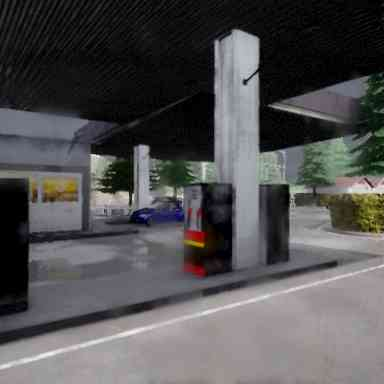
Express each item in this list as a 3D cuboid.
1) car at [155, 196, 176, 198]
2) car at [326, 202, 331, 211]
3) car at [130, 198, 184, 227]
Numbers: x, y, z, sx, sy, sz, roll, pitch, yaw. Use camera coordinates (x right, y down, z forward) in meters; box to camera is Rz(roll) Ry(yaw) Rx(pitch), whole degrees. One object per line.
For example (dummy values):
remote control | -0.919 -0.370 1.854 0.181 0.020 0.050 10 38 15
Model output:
car | -1.865 1.336 30.685 3.866 1.878 1.905 0 0 -36
car | 16.724 1.362 35.393 2.128 1.511 4.902 0 1 -36
car | -2.066 1.497 23.555 4.611 1.667 2.242 0 0 -36
